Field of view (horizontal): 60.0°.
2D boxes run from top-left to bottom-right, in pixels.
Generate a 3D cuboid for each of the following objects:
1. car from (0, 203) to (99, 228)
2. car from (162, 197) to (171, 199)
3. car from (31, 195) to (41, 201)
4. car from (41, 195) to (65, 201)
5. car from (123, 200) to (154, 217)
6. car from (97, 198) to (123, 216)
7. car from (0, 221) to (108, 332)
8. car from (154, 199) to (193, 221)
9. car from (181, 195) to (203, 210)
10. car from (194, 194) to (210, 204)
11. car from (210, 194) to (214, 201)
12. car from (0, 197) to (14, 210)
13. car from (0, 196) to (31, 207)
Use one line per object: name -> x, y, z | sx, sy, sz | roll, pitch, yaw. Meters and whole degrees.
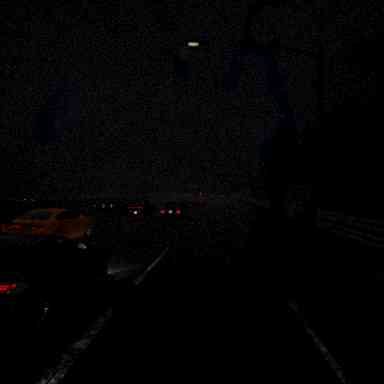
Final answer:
car -> -6.087, 1.462, 14.651 | 1.882, 1.535, 5.008 | 0, 0, 5
car -> -4.992, 1.694, 66.488 | 1.895, 1.301, 4.718 | 0, 0, 5
car -> -26.898, 1.302, 57.223 | 2.097, 1.767, 4.553 | 0, 0, 5
car -> -23.404, 1.125, 56.988 | 1.994, 1.385, 4.181 | 0, 0, 5
car -> -4.628, 1.515, 31.066 | 1.837, 1.490, 4.892 | 0, 0, 5
car -> -7.985, 1.346, 32.822 | 2.097, 1.767, 4.553 | 0, 0, 5
car -> -3.267, 1.554, 6.860 | 1.994, 1.385, 4.181 | 0, 0, 5
car -> -1.409, 1.570, 27.765 | 2.033, 1.411, 5.357 | 0, 0, 5
car -> 0.056, 1.528, 44.207 | 1.882, 1.535, 5.008 | 0, 0, 5
car -> 1.981, 1.607, 65.860 | 1.882, 1.535, 5.008 | 0, 0, 5
car -> 4.452, 1.862, 93.677 | 1.994, 1.385, 4.181 | 0, 0, 5
car -> -24.825, 1.409, 41.572 | 2.128, 1.511, 4.902 | 0, 0, 6
car -> -9.637, 1.187, 14.246 | 2.150, 2.045, 5.566 | 0, 0, 5
